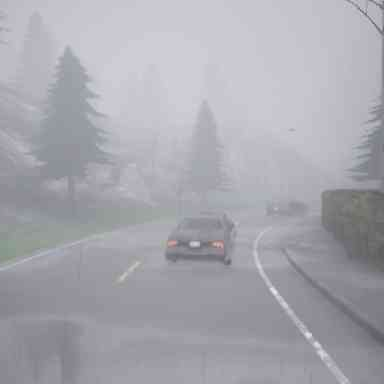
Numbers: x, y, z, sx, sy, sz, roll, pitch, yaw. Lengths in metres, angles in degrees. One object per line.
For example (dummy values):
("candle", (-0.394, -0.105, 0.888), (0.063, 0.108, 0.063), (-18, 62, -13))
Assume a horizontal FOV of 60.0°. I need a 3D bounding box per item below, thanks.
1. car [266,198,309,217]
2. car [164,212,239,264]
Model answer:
("car", (7.477, 1.144, 25.809), (1.994, 1.385, 4.181), (1, 1, 42))
("car", (0.503, 1.365, 11.123), (2.033, 1.411, 5.357), (0, 1, 10))
